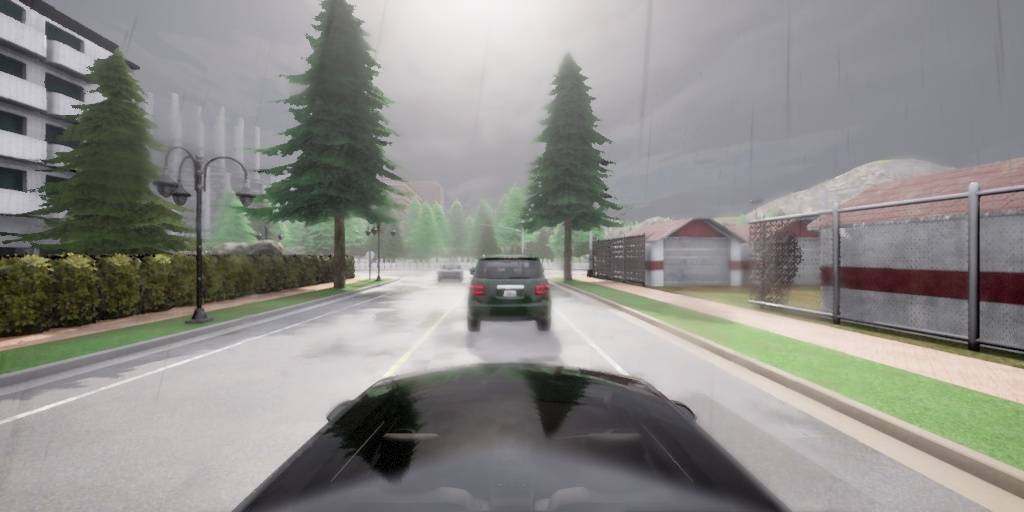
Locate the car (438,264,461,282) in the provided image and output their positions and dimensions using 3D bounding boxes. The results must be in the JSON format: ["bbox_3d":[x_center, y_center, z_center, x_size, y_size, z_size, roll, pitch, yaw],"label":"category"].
[{"bbox_3d":[-4.921,1.343,29.150,1.895,1.301,4.718,0,0,-6],"label":"car"}]

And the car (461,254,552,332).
[{"bbox_3d":[-0.132,0.968,11.040,2.150,2.045,5.566,0,0,-2],"label":"car"}]
